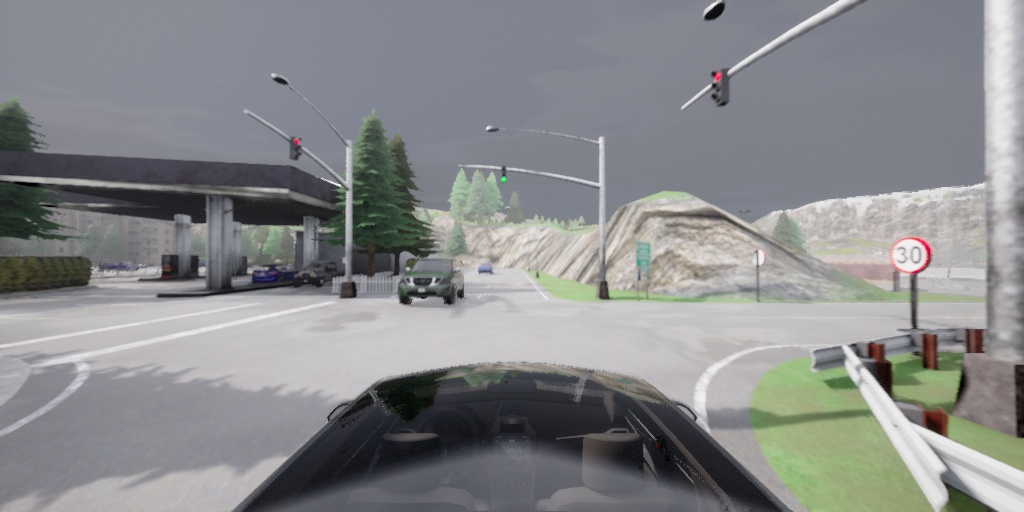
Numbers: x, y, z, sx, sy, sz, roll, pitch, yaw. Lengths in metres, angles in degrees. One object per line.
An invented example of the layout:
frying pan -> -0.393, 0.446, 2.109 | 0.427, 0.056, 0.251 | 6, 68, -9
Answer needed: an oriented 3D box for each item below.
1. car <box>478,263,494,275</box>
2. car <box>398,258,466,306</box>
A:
car -> -3.486, 1.718, 47.962 | 1.882, 1.535, 5.008 | 0, 0, 0
car -> -3.494, 1.097, 16.647 | 2.150, 2.045, 5.566 | 0, -3, 0
